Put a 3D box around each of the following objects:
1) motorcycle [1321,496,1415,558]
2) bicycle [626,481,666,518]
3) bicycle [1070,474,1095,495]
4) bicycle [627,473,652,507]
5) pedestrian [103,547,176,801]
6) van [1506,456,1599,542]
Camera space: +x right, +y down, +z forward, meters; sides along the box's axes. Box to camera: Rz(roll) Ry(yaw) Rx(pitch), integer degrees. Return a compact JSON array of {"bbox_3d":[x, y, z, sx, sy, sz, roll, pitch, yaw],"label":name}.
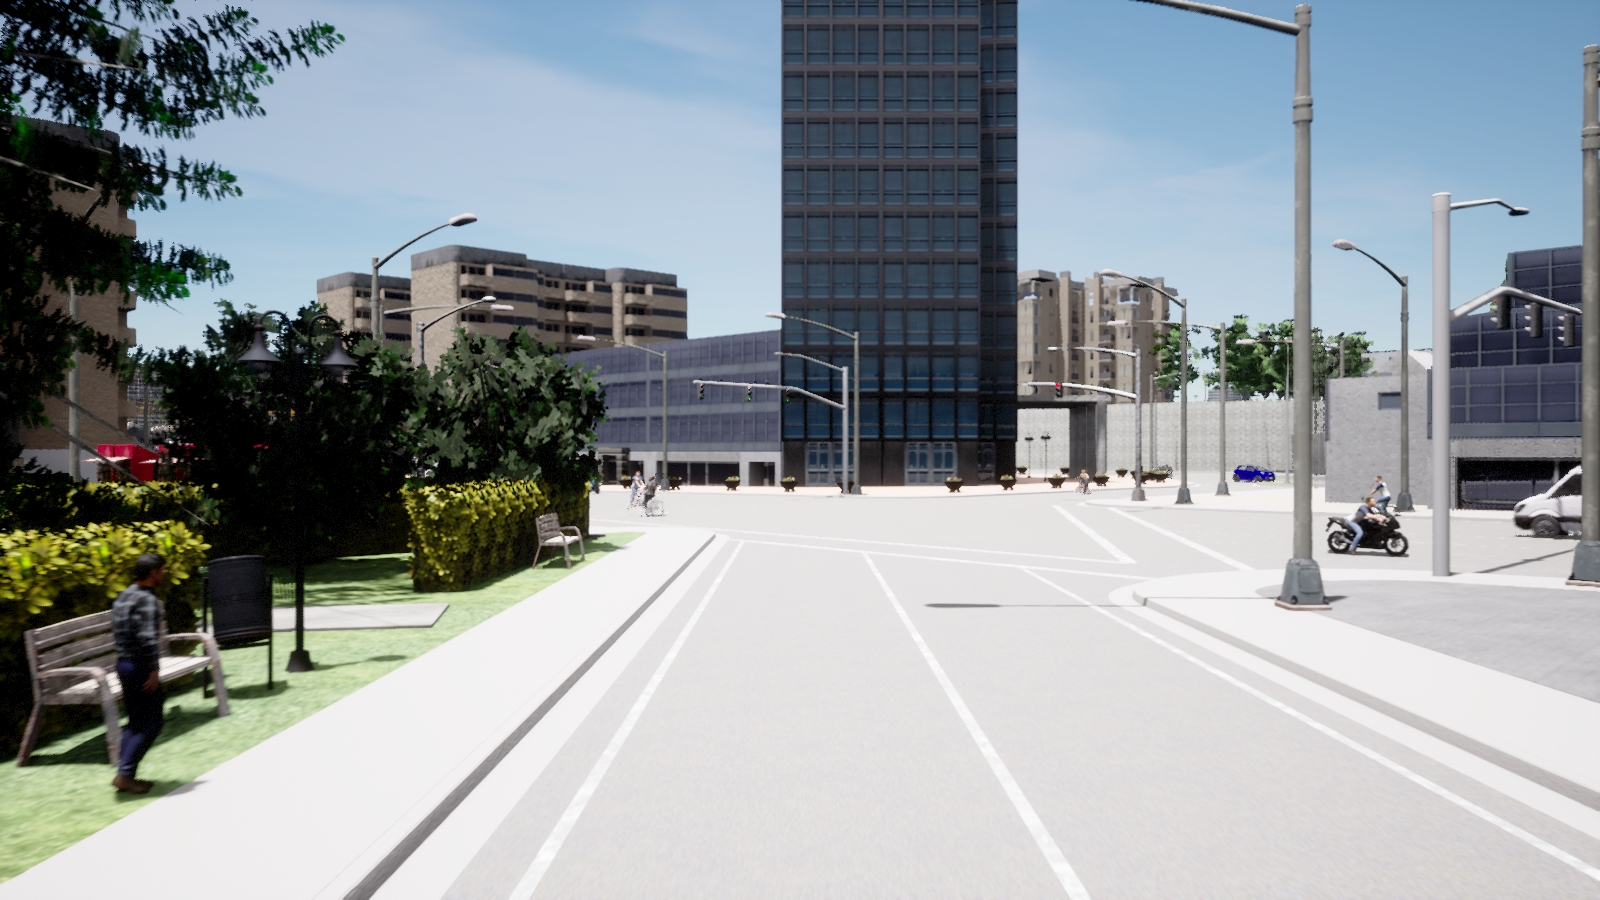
[{"bbox_3d":[14.754,1.975,29.722,0.803,1.505,2.033,0,0,-45],"label":"motorcycle"},{"bbox_3d":[-6.492,2.076,48.142,1.835,1.496,0.329,0,0,-44],"label":"bicycle"},{"bbox_3d":[17.769,2.160,71.819,1.487,1.301,0.859,0,0,-44],"label":"bicycle"},{"bbox_3d":[-8.212,2.021,58.400,1.643,1.717,0.373,0,0,44],"label":"bicycle"},{"bbox_3d":[-5.099,1.702,8.825,0.375,1.860,0.375,0,0,39],"label":"pedestrian"},{"bbox_3d":[24.941,1.442,34.401,5.915,2.561,1.988,-1,-1,45],"label":"van"}]
